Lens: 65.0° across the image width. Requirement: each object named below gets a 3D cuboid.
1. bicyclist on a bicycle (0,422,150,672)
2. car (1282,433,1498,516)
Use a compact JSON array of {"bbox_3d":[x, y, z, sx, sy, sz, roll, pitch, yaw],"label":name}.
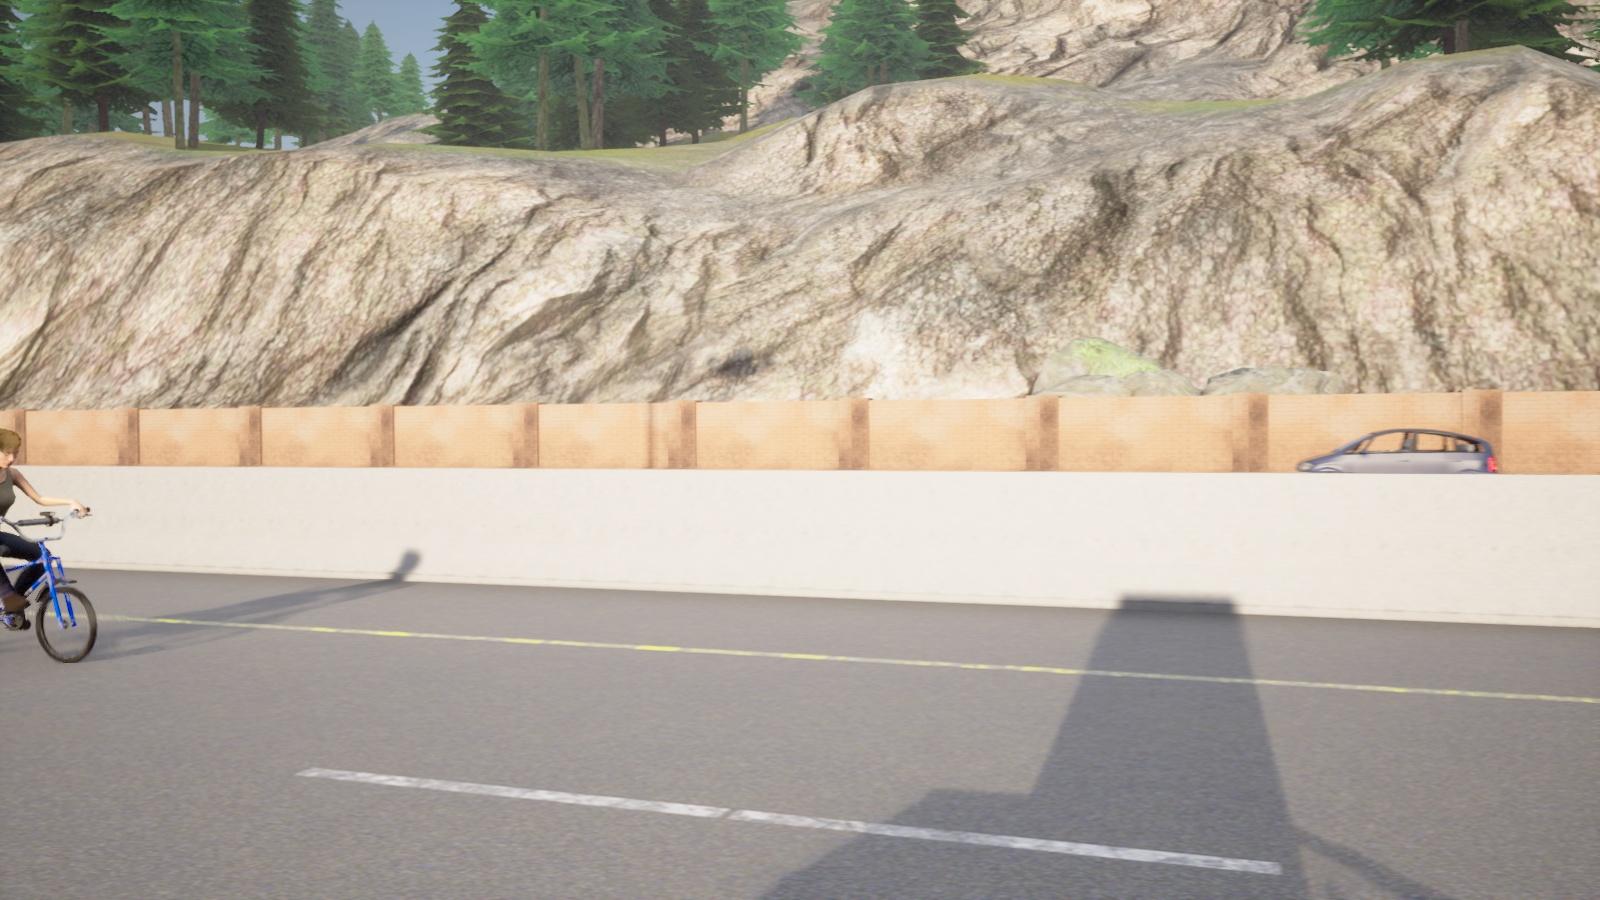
[{"bbox_3d":[-5.464,0.611,8.728,1.509,1.612,0.866,1,1,19],"label":"bicyclist on a bicycle"},{"bbox_3d":[11.678,0.445,25.113,3.705,1.549,1.789,1,1,19],"label":"car"}]
